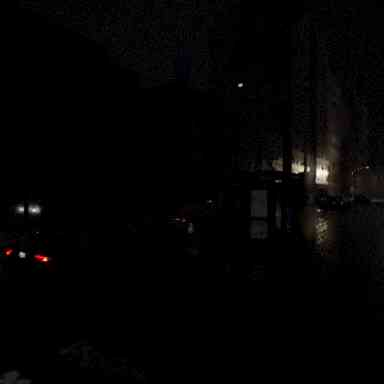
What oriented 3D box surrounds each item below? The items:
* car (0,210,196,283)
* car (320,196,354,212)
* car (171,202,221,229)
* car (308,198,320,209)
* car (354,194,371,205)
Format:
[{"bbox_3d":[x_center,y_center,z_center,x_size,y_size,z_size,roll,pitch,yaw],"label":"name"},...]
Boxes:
[{"bbox_3d":[-2.304,1.418,9.375,2.033,1.411,5.357,1,1,34],"label":"car"},{"bbox_3d":[15.924,1.170,36.321,2.097,1.767,4.553,1,0,34],"label":"car"},{"bbox_3d":[0.072,1.309,18.162,1.882,1.535,5.008,1,0,34],"label":"car"},{"bbox_3d":[14.834,1.355,39.922,1.994,1.385,4.181,1,0,35],"label":"car"},{"bbox_3d":[26.701,1.140,52.257,2.097,1.767,4.553,1,0,34],"label":"car"}]
